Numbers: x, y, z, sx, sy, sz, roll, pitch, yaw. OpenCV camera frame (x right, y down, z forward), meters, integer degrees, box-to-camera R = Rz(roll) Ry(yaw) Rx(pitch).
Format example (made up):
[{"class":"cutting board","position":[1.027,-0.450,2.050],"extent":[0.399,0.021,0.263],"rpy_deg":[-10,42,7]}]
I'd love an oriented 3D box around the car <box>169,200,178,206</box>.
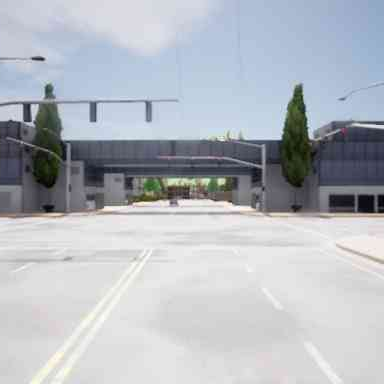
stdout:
[{"class":"car","position":[-4.007,2.295,72.184],"extent":[1.895,1.301,4.718],"rpy_deg":[0,-1,0]}]
